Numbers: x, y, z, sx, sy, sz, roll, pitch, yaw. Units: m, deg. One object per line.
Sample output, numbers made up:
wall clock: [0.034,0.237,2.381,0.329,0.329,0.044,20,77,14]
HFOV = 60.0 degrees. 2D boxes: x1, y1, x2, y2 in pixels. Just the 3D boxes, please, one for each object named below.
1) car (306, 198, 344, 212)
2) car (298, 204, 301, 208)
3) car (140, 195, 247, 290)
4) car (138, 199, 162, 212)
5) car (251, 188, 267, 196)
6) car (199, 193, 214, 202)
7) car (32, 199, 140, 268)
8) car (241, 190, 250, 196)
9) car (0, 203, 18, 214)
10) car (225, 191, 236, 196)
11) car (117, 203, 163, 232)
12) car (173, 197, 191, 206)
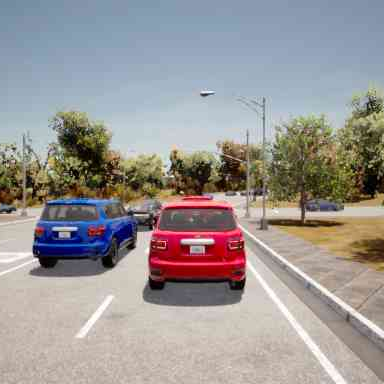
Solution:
car: [15.736,1.615,39.419,4.181,1.385,1.994,-1,0,4]
car: [16.264,1.562,42.894,4.892,1.490,1.837,-1,0,3]
car: [0.129,1.230,9.235,2.150,2.045,5.566,0,0,0]
car: [-5.176,1.636,41.884,1.812,1.442,4.674,0,0,9]
car: [17.566,-0.079,85.080,2.150,2.045,5.566,0,3,33]
car: [3.199,1.184,72.479,1.882,1.535,5.008,0,2,21]
car: [-3.353,1.235,11.514,2.150,2.045,5.566,0,0,1]
car: [14.251,0.262,86.364,2.128,1.511,4.902,0,3,33]
car: [-22.992,1.815,38.057,5.357,1.411,2.033,-2,0,3]
car: [9.931,0.450,85.964,1.994,1.385,4.181,0,3,28]
car: [-3.168,1.536,21.367,2.128,1.511,4.902,0,0,1]
car: [-1.676,1.669,58.508,1.994,1.385,4.181,0,1,16]
